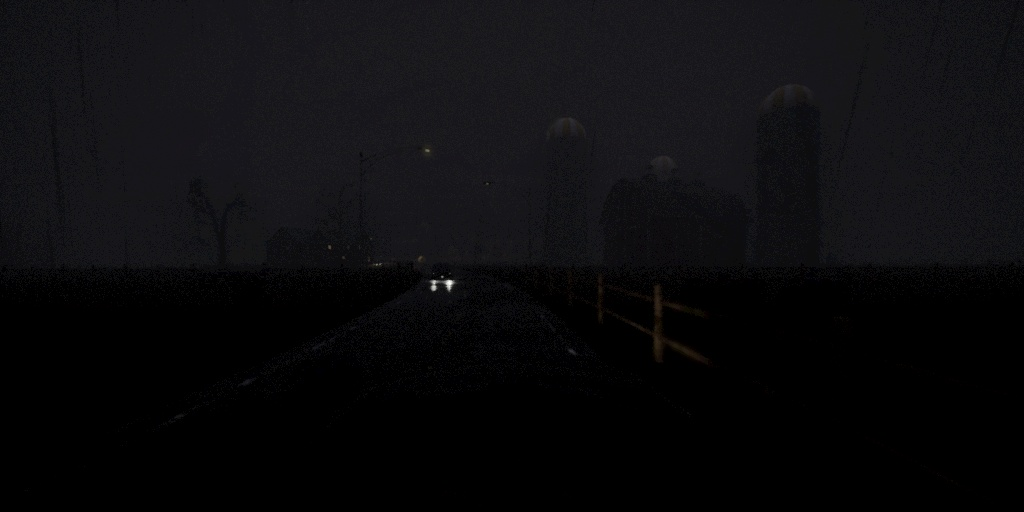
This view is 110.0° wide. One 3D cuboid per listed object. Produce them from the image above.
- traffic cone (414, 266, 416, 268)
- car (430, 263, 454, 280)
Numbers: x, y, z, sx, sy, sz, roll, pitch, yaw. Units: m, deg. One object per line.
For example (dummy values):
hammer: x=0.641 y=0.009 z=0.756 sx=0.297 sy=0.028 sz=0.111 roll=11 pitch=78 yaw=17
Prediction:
traffic cone: x=-15.946 y=1.745 z=58.961 sx=0.340 sy=0.580 sz=0.340 roll=0 pitch=0 yaw=-23
car: x=-6.138 y=1.292 z=31.370 sx=2.033 sy=1.411 sz=5.357 roll=0 pitch=0 yaw=-12
